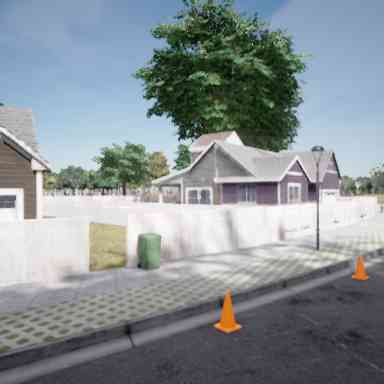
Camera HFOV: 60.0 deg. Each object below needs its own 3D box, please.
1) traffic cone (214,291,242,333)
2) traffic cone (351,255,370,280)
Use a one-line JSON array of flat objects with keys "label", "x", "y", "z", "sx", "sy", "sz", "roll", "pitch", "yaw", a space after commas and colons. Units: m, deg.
[{"label": "traffic cone", "x": 0.594, "y": 1.936, "z": 5.495, "sx": 0.340, "sy": 0.580, "sz": 0.340, "roll": 0, "pitch": 0, "yaw": -38}, {"label": "traffic cone", "x": 4.349, "y": 1.912, "z": 8.587, "sx": 0.340, "sy": 0.580, "sz": 0.340, "roll": 0, "pitch": 0, "yaw": -41}]
